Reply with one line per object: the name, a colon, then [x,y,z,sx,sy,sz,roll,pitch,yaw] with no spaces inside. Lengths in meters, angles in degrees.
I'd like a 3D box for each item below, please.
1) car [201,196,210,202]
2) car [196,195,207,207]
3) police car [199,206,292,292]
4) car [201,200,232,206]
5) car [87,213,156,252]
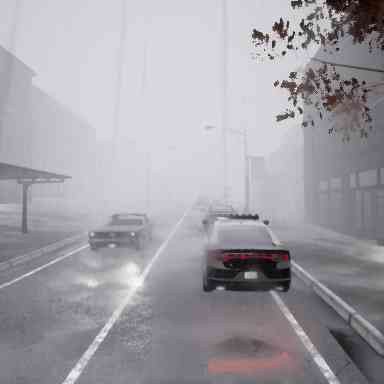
car: [1.803,1.349,25.158,1.801,1.575,5.366,0,0,2]
car: [1.529,1.394,45.867,1.895,1.301,4.718,0,0,2]
police car: [1.236,1.412,9.072,1.930,1.638,5.238,0,0,2]
car: [1.586,1.438,18.966,1.837,1.490,4.892,0,0,2]
car: [-2.749,1.567,13.864,1.895,1.301,4.718,0,0,2]
